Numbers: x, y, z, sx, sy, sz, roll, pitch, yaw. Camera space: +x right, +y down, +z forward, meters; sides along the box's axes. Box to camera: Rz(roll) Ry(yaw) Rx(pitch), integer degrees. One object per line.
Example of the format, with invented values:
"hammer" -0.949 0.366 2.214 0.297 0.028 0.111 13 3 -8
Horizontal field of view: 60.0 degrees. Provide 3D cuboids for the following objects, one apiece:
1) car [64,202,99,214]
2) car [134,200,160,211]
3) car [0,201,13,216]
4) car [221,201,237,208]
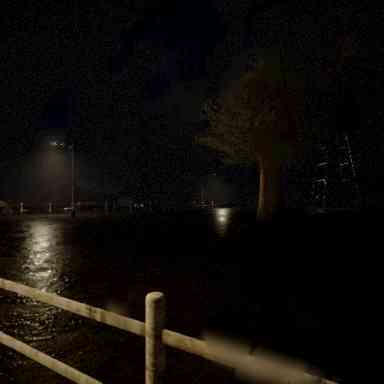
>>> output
"car" -14.743 2.062 44.474 2.128 1.511 4.902 -2 -2 36
"car" -7.433 2.139 54.649 2.097 1.767 4.553 -2 -2 36
"car" -21.555 1.730 34.985 2.097 1.767 4.553 -2 -2 36
"car" 7.718 2.626 69.445 1.994 1.385 4.181 -2 -2 36
